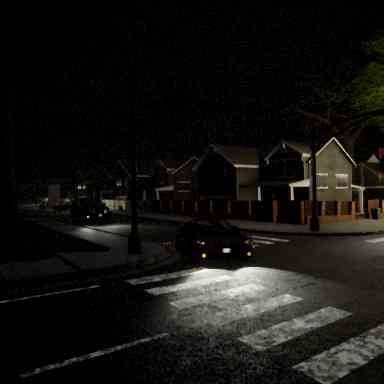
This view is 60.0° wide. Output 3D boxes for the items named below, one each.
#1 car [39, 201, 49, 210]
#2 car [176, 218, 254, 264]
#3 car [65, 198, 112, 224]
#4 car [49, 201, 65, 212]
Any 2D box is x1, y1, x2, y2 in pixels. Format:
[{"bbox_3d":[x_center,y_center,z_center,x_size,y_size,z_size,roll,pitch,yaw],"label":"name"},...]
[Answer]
[{"bbox_3d":[-24.210,2.187,55.555,1.994,1.385,4.181,-1,0,-35],"label":"car"},{"bbox_3d":[0.650,1.647,11.956,1.994,1.385,4.181,1,-2,-12],"label":"car"},{"bbox_3d":[-8.805,1.512,28.534,2.150,2.045,5.566,-1,0,-35],"label":"car"},{"bbox_3d":[-18.235,1.985,47.025,2.128,1.511,4.902,-1,0,-34],"label":"car"}]
